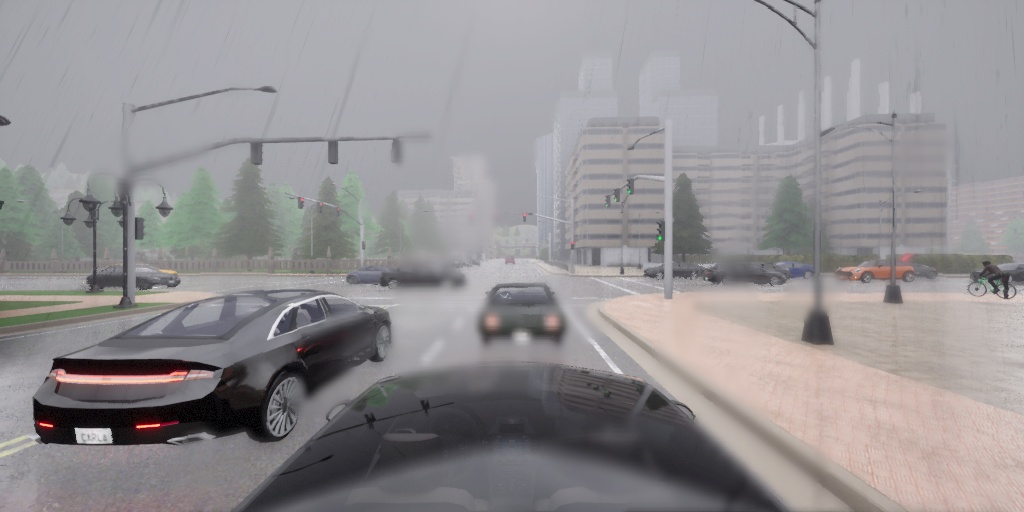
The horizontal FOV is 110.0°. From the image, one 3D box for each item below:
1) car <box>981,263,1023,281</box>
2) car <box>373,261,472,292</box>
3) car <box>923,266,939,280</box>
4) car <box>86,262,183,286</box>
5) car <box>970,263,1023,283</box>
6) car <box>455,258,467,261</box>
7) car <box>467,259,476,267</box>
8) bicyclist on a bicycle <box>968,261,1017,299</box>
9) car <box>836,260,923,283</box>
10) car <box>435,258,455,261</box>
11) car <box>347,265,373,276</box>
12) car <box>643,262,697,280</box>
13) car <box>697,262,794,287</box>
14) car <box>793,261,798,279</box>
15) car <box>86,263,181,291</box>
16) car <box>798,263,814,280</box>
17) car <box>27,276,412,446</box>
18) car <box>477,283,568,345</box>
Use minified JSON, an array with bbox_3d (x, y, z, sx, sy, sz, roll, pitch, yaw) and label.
[{"bbox_3d":[43.467,1.297,30.081,5.357,1.411,2.033,0,0,2],"label":"car"},{"bbox_3d":[-5.131,1.227,20.996,5.008,1.535,1.882,0,0,2],"label":"car"},{"bbox_3d":[33.255,1.314,30.445,4.181,1.385,1.994,0,0,1],"label":"car"},{"bbox_3d":[-26.421,1.228,25.202,5.008,1.535,1.882,0,0,2],"label":"car"},{"bbox_3d":[37.522,1.228,26.792,5.008,1.535,1.882,0,0,2],"label":"car"},{"bbox_3d":[-8.546,1.102,54.039,2.097,1.767,4.553,0,0,2],"label":"car"},{"bbox_3d":[-8.175,1.255,64.176,1.837,1.490,4.892,0,0,2],"label":"car"},{"bbox_3d":[21.176,1.051,15.851,0.582,1.620,1.656,0,0,2],"label":"bicyclist on a bicycle"},{"bbox_3d":[27.407,1.102,27.135,4.553,1.767,2.097,0,0,2],"label":"car"},{"bbox_3d":[-8.879,1.241,44.311,2.128,1.511,4.902,0,0,2],"label":"car"},{"bbox_3d":[-9.095,1.314,24.630,4.181,1.385,1.994,0,0,2],"label":"car"},{"bbox_3d":[13.952,1.255,31.079,4.892,1.490,1.837,0,0,2],"label":"car"},{"bbox_3d":[15.381,1.255,23.828,4.892,1.490,1.837,0,0,2],"label":"car"},{"bbox_3d":[18.474,1.255,27.430,4.892,1.490,1.837,0,0,2],"label":"car"},{"bbox_3d":[-22.758,1.276,21.595,4.674,1.442,1.812,0,0,2],"label":"car"},{"bbox_3d":[23.300,1.228,30.773,5.008,1.535,1.882,0,0,2],"label":"car"},{"bbox_3d":[-3.331,1.242,5.327,2.128,1.511,4.902,0,0,1],"label":"car"},{"bbox_3d":[0.260,1.351,9.480,1.895,1.301,4.718,0,0,1],"label":"car"}]
